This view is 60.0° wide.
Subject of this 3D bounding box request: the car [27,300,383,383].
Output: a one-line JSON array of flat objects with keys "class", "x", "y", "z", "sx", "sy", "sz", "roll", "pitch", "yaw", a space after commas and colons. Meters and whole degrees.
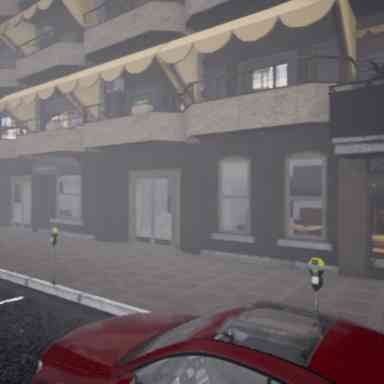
[{"class": "car", "x": 0.432, "y": 1.578, "z": 2.566, "sx": 4.206, "sy": 1.307, "sz": 1.802, "roll": 0, "pitch": 0, "yaw": 36}]
